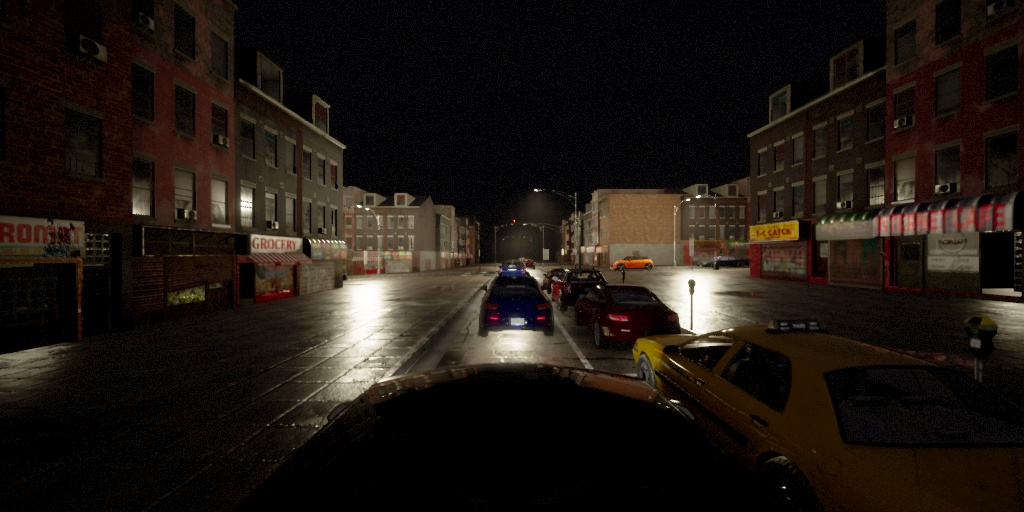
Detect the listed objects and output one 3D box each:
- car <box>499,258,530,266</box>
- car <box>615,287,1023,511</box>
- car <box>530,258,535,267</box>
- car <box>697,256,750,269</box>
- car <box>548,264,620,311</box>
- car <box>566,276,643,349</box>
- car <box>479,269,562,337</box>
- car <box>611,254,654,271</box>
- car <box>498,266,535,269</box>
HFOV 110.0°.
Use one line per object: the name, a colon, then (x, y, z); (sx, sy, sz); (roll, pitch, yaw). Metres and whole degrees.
car: (0.007, 1.124, 27.478); (2.097, 1.767, 4.553); (0, 0, 0)
car: (2.640, 1.275, 3.584); (1.751, 1.417, 4.829); (0, 0, 0)
car: (2.679, 1.307, 57.154); (1.967, 1.591, 4.097); (0, 0, 0)
car: (23.818, 0.659, 40.329); (5.357, 1.411, 2.033); (-1, 0, 0)
car: (2.648, 1.193, 14.347); (1.967, 1.591, 4.097); (0, 0, 0)
car: (2.644, 1.333, 8.881); (1.802, 1.307, 4.207); (0, 0, 0)
car: (0.079, 1.277, 10.155); (1.812, 1.442, 4.674); (0, 0, -1)
car: (13.385, 0.734, 40.315); (4.553, 1.767, 2.097); (-1, 0, 0)
car: (0.117, 1.357, 17.579); (1.895, 1.301, 4.718); (0, 0, 0)
